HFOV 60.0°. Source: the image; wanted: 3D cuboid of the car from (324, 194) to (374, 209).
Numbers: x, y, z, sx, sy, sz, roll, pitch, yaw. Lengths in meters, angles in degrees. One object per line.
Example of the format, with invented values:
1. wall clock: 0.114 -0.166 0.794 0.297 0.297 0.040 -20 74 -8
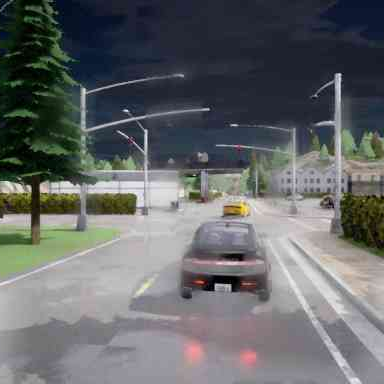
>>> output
1. car: 18.265 1.339 38.563 4.514 1.523 2.007 0 0 8

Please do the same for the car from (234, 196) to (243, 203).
1. car: 9.428 1.525 67.543 1.812 1.442 4.674 0 0 8

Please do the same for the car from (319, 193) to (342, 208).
1. car: 18.646 1.330 41.677 5.027 1.636 2.152 0 0 8

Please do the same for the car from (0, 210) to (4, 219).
1. car: -16.552 1.564 25.184 4.181 1.385 1.994 0 0 8

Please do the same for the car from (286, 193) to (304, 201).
1. car: 23.316 1.361 75.614 3.806 1.475 1.970 0 0 8

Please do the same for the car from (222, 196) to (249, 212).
1. car: 4.078 1.478 30.586 1.882 1.535 5.008 1 0 18

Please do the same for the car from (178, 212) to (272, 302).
1. car: 0.878 1.492 8.337 2.128 1.511 4.902 0 0 8

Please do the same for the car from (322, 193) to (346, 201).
1. car: 31.720 1.097 74.483 4.605 1.855 1.932 0 0 8

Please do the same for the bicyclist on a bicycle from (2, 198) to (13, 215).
1. bicyclist on a bicycle: -17.982 1.453 32.449 0.582 1.620 1.656 0 0 7

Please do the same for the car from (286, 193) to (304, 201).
1. car: 24.380 1.077 78.823 3.866 1.878 1.905 0 0 8
